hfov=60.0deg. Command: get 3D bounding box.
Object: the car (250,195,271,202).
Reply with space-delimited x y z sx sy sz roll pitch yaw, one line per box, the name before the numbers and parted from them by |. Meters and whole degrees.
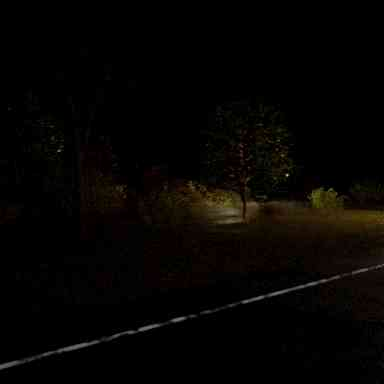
car | 13.350 1.333 65.127 1.994 1.385 4.181 0 0 -37
